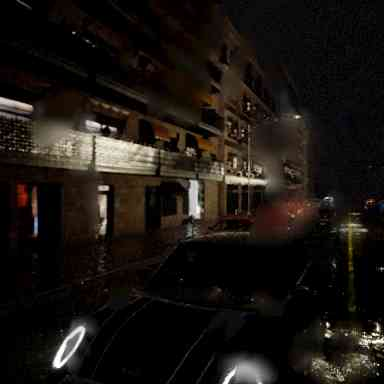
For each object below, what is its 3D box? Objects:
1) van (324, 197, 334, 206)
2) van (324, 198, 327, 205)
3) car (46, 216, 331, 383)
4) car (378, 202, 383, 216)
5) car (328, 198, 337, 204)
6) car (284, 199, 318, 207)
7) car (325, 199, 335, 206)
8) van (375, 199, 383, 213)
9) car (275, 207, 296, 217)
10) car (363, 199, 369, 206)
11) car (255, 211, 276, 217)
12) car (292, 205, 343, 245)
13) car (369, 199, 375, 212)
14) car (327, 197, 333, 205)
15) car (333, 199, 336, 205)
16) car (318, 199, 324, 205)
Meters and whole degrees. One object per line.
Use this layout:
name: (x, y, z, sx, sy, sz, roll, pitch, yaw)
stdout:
van: (28.323, 2.020, 68.828, 1.690, 1.788, 3.998, -1, -1, 25)
van: (16.217, 1.756, 43.298, 1.690, 1.788, 3.998, -1, -1, 25)
car: (0.457, 1.384, 4.272, 2.097, 1.767, 4.553, 0, 0, 26)
car: (20.900, 1.971, 34.777, 1.802, 1.307, 4.206, -1, -1, 25)
car: (35.515, 2.362, 83.990, 1.752, 1.417, 4.829, -1, -1, 25)
car: (8.952, 1.571, 27.979, 2.192, 1.841, 5.009, -1, -1, 25)
car: (30.746, 2.298, 73.931, 1.947, 1.339, 4.313, -1, -1, 25)
van: (23.325, 1.783, 39.898, 1.690, 1.788, 3.998, -1, -1, 25)
car: (4.111, 1.696, 17.765, 1.887, 1.381, 4.507, -1, -1, 25)
car: (37.888, 2.200, 70.604, 1.967, 1.590, 4.097, -1, -1, 25)
car: (1.689, 1.643, 12.659, 1.887, 1.381, 4.507, -1, -1, 25)
car: (6.564, 1.640, 16.921, 1.882, 1.535, 5.008, 0, 0, 26)
car: (25.752, 1.810, 45.016, 2.192, 1.841, 5.009, -1, -1, 25)
car: (21.059, 1.961, 53.508, 1.967, 1.590, 4.097, -1, -1, 25)
car: (25.903, 2.177, 63.719, 2.008, 1.369, 4.403, -1, -1, 25)
car: (13.723, 1.886, 38.035, 1.752, 1.417, 4.829, -1, -1, 25)
